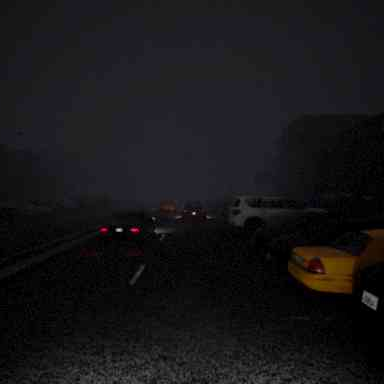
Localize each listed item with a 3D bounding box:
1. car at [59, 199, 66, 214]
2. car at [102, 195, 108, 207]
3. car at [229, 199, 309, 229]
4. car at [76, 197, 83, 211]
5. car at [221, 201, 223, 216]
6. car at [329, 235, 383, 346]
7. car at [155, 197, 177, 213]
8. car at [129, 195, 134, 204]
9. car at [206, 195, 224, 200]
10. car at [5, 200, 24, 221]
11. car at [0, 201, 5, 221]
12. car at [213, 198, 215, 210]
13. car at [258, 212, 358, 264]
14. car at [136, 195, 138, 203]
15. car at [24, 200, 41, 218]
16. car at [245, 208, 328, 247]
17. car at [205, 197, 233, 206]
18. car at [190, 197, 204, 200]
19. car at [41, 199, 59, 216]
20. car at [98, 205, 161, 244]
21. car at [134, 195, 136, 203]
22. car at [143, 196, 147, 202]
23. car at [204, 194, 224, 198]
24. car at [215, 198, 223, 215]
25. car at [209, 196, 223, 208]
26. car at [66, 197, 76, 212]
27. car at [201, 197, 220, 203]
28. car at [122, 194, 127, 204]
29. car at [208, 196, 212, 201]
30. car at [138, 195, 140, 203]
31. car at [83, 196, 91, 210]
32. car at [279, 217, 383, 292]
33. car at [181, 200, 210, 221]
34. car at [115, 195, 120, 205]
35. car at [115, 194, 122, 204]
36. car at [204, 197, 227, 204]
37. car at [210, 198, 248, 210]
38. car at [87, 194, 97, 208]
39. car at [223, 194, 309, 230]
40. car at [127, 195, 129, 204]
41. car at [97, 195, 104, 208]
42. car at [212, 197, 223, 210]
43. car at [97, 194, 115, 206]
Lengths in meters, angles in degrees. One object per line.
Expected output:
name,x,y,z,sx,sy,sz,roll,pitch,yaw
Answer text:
car,-15.571,1.540,33.013,4.792,1.488,2.163,0,0,0
car,-15.574,1.610,49.554,4.792,1.488,2.163,0,0,0
car,4.778,1.367,21.216,4.553,1.767,2.185,0,0,0
car,-15.599,1.569,38.490,4.674,1.452,2.002,0,0,0
car,4.749,1.538,24.086,4.674,1.452,2.002,0,0,0
car,4.745,1.510,4.508,4.792,1.488,2.163,0,0,0
car,-2.834,1.536,38.475,1.882,1.535,5.008,0,0,0
car,-15.420,1.712,68.854,5.366,1.575,1.946,0,-1,0
car,4.784,1.573,46.317,4.892,1.521,2.231,0,0,0
car,-15.623,1.521,24.736,4.792,1.488,2.163,0,0,0
car,-15.773,1.484,21.977,5.366,1.575,1.946,0,0,0
car,4.795,1.548,32.422,4.792,1.488,2.163,0,0,0
car,4.697,1.511,10.065,4.792,1.488,2.163,0,0,0
car,-15.578,1.535,74.366,5.566,2.045,2.435,0,-1,0
car,-15.784,1.493,27.492,5.366,1.575,1.946,0,0,0
car,4.702,1.512,12.843,4.792,1.488,2.163,0,0,0
car,4.821,1.647,60.088,4.892,1.521,2.231,0,0,0
car,0.175,1.641,43.065,1.994,1.385,4.181,0,0,0
car,-15.415,1.500,30.256,5.366,1.575,1.946,0,0,0
car,-2.874,1.551,15.655,2.033,1.411,5.357,0,0,0
car,-15.578,1.498,71.609,5.566,2.045,2.435,0,-1,0
car,-15.637,1.826,88.140,5.566,2.045,2.435,0,-1,0
car,4.778,1.489,54.647,4.553,1.767,2.185,0,0,0
car,4.768,1.512,29.642,4.892,1.521,2.231,0,0,0
car,4.782,1.538,37.855,4.892,1.521,2.231,0,0,0
car,-15.572,1.548,35.768,4.792,1.488,2.163,0,0,0
car,4.870,2.065,87.854,5.008,1.535,2.097,0,-1,0
car,-15.599,1.668,63.342,5.008,1.535,2.097,0,0,0
car,4.775,1.547,40.634,5.008,1.535,2.097,0,0,0
car,-15.578,1.583,77.119,5.566,2.045,2.435,0,-1,0
car,-15.631,1.569,41.284,4.792,1.488,2.163,0,0,0
car,4.907,1.478,7.285,5.366,1.575,1.946,0,0,0
car,0.146,1.587,27.050,1.994,1.385,4.181,0,0,0
car,-15.633,1.662,57.826,4.792,1.488,2.163,0,0,0
car,-15.636,1.525,60.585,4.553,1.767,2.185,0,0,0
car,4.829,1.747,68.545,4.674,1.452,2.002,0,-1,0
car,4.815,1.589,43.539,4.792,1.488,2.163,0,0,0
car,-15.571,1.427,44.041,4.553,1.767,2.185,0,0,0
car,4.770,1.237,18.404,5.566,2.045,2.435,0,0,0
car,-15.603,1.731,66.096,4.674,1.452,2.002,0,-1,0
car,-15.597,1.566,46.798,5.008,1.535,2.097,0,0,0
car,4.768,1.568,35.201,4.674,1.452,2.002,0,0,0
car,-15.632,1.346,52.314,5.566,2.045,2.435,0,0,0
